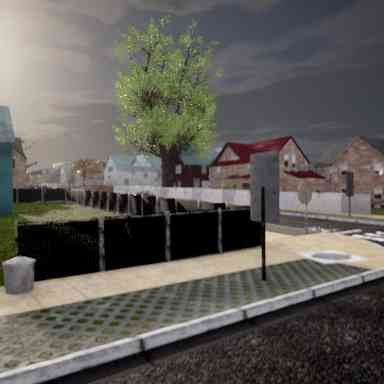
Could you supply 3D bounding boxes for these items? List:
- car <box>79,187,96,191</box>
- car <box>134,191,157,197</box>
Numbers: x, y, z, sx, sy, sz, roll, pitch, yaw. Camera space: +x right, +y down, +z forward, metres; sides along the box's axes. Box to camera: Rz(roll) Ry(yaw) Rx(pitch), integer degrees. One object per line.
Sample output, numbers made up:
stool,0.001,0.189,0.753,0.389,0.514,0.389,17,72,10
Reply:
car,-15.349,0.013,49.206,2.128,1.511,4.902,0,2,-35
car,-4.639,0.629,33.524,1.994,1.385,4.181,0,2,-35
